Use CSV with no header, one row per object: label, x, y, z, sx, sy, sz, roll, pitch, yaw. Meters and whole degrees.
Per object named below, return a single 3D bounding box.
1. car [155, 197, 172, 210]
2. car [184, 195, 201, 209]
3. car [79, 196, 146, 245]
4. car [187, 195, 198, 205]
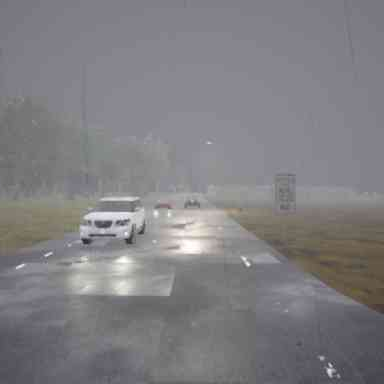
car,-3.508,1.390,41.454,1.882,1.535,5.008,0,0,0
car,0.062,1.242,44.552,2.097,1.767,4.553,0,0,0
car,-3.577,1.246,16.071,2.150,2.045,5.566,0,0,0
car,0.076,1.325,54.598,1.837,1.490,4.892,0,0,0
